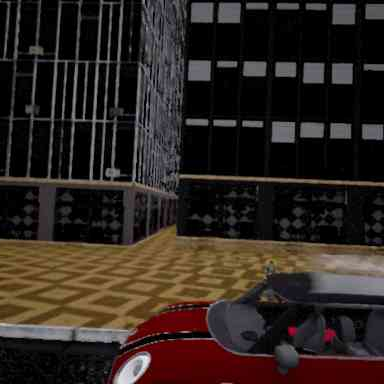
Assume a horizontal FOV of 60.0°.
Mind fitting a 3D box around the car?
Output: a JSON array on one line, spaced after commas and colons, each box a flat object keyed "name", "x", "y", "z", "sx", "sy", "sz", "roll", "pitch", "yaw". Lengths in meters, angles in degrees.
[{"name": "car", "x": 1.164, "y": 1.639, "z": 3.545, "sx": 4.097, "sy": 1.590, "sz": 1.967, "roll": 1, "pitch": -1, "yaw": 3}]
